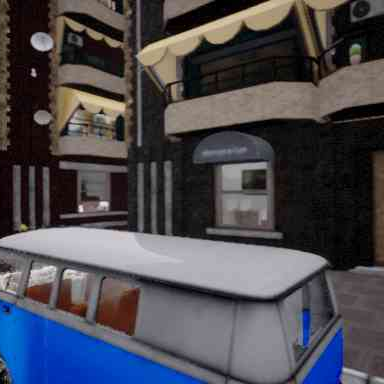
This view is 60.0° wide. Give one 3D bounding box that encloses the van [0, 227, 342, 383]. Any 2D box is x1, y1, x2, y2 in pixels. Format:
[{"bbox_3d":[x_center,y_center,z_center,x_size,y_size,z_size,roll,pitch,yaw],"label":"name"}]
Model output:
[{"bbox_3d":[-0.623,1.337,3.338,3.998,1.788,1.690,0,-1,36],"label":"van"}]
